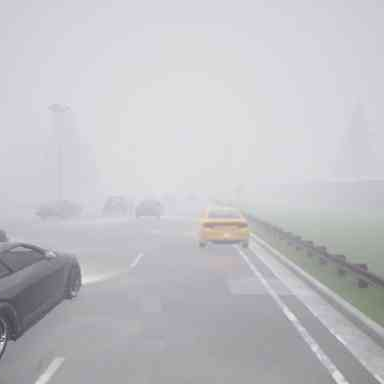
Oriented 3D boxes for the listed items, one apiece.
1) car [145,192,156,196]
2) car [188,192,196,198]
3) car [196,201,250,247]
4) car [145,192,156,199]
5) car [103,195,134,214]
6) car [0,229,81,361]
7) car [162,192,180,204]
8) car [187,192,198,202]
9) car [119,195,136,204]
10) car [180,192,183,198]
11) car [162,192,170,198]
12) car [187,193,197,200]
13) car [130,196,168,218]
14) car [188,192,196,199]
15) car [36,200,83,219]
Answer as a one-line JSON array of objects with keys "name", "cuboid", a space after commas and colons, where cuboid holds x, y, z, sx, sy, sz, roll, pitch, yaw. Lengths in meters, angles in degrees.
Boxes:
[{"name": "car", "cuboid": [-6.891, 1.037, 55.438, 1.882, 1.535, 5.008, 0, 1, 0]}, {"name": "car", "cuboid": [0.013, 0.718, 87.865, 2.128, 1.511, 4.902, 0, 0, 0]}, {"name": "car", "cuboid": [1.227, 1.363, 14.314, 1.882, 1.535, 5.008, 0, 0, 0]}, {"name": "car", "cuboid": [-10.487, 0.855, 84.526, 2.128, 1.511, 4.902, 0, 0, 0]}, {"name": "car", "cuboid": [-6.895, 1.100, 31.562, 2.097, 1.767, 4.553, 0, 0, 0]}, {"name": "car", "cuboid": [-3.398, 1.518, 5.582, 1.994, 1.385, 4.181, 0, 0, 0]}, {"name": "car", "cuboid": [-3.391, 0.943, 51.469, 2.097, 1.767, 4.553, 0, 0, 0]}, {"name": "car", "cuboid": [0.009, 1.079, 61.109, 1.994, 1.385, 4.181, 0, 0, 0]}, {"name": "car", "cuboid": [-10.392, 1.136, 53.965, 1.994, 1.385, 4.181, 0, 0, 0]}, {"name": "car", "cuboid": [-3.486, 0.795, 92.025, 1.812, 1.442, 4.674, 0, 0, 0]}, {"name": "car", "cuboid": [-6.986, 0.758, 90.775, 1.882, 1.535, 5.008, 0, 0, 0]}, {"name": "car", "cuboid": [0.011, 0.920, 70.726, 1.994, 1.385, 4.181, 0, 0, 0]}, {"name": "car", "cuboid": [-3.396, 1.330, 27.219, 2.033, 1.411, 5.357, 0, 0, 0]}, {"name": "car", "cuboid": [0.012, 0.849, 79.525, 1.837, 1.490, 4.892, 0, 0, 0]}, {"name": "car", "cuboid": [-10.396, 1.337, 26.417, 2.033, 1.411, 5.357, 0, 0, 0]}]
